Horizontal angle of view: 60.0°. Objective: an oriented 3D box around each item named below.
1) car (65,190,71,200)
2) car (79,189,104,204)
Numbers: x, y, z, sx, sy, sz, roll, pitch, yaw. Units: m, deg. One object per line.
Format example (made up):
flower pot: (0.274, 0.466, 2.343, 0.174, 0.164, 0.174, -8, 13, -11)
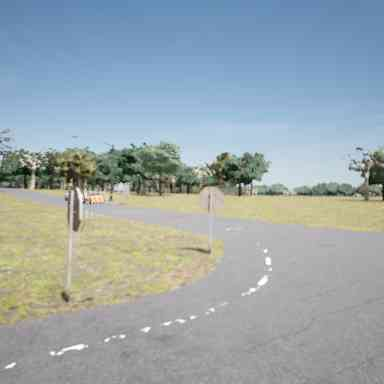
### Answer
car: (-20.260, 0.541, 57.545, 2.150, 2.045, 5.566, 2, 0, -35)
car: (-14.943, 0.850, 50.007, 2.097, 1.767, 4.553, 2, 0, -35)
